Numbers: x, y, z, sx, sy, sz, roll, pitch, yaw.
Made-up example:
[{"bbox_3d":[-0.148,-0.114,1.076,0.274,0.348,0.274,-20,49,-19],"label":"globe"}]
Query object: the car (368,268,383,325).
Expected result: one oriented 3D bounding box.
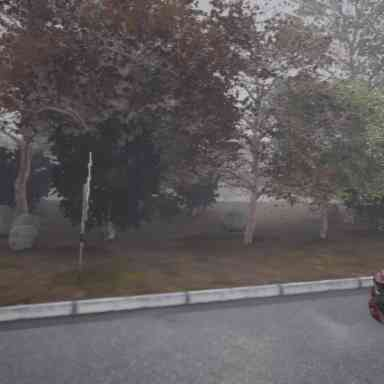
[{"bbox_3d":[5.191,1.424,5.208,5.008,1.535,1.882,1,1,-18],"label":"car"}]
